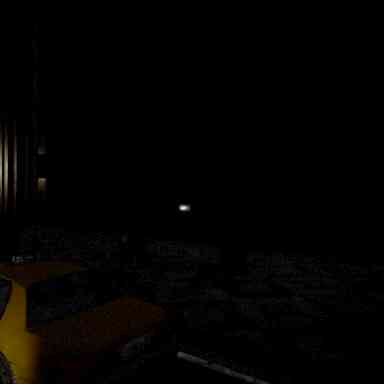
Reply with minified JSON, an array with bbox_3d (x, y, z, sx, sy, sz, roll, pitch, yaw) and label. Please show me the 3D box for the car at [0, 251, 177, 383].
[{"bbox_3d":[-2.456,1.526,4.707,4.829,1.417,1.752,0,0,35],"label":"car"}]
